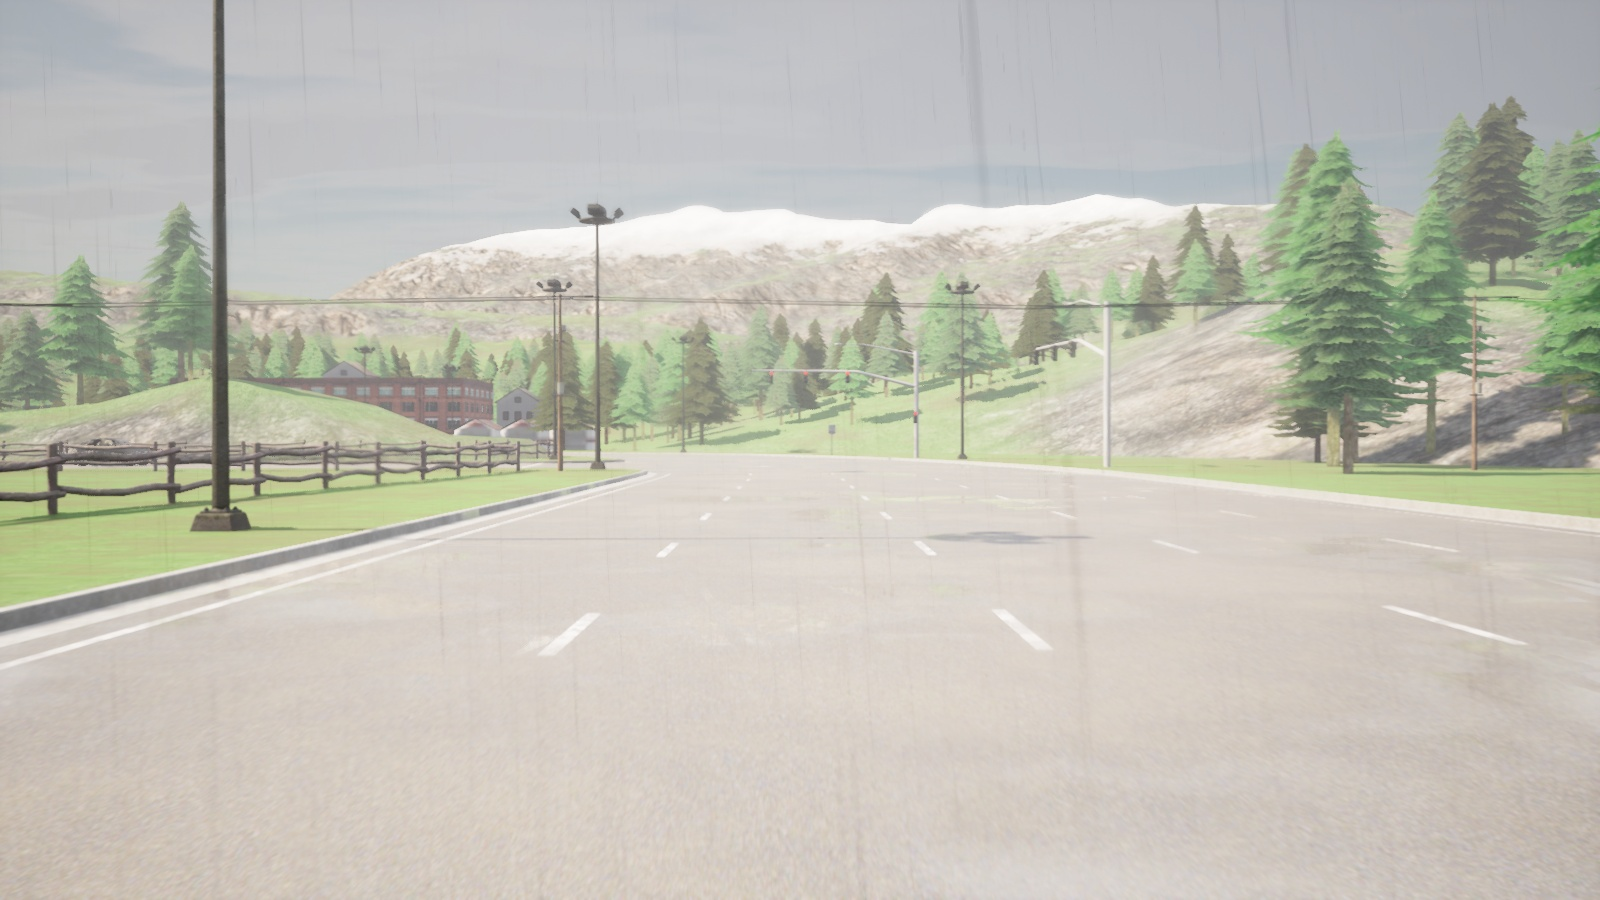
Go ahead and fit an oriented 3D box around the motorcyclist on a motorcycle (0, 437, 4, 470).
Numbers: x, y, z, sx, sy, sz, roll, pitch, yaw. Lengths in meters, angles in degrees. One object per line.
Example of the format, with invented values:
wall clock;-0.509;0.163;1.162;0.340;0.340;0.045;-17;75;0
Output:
motorcyclist on a motorcycle;-40.595;0.166;61.798;2.350;1.649;0.766;0;0;-1

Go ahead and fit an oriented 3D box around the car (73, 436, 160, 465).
car;-39.351;0.028;72.317;3.988;1.617;1.851;0;0;-1
